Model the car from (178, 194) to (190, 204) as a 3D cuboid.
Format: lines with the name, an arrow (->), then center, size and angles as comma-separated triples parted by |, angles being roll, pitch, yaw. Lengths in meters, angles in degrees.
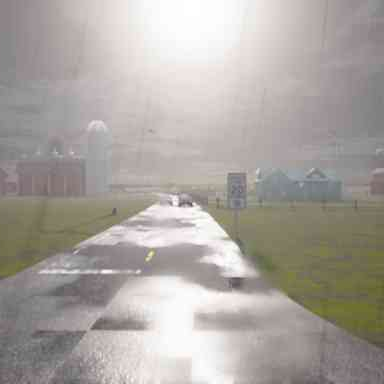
car -> -1.325, 1.154, 55.204 | 1.837, 1.490, 4.892 | 0, 0, -3

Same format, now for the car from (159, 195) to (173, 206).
car -> -3.793, 1.210, 49.258 | 1.812, 1.442, 4.674 | 0, 0, -2

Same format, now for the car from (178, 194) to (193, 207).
car -> -0.867, 1.306, 45.212 | 1.895, 1.301, 4.718 | 0, 0, -2
